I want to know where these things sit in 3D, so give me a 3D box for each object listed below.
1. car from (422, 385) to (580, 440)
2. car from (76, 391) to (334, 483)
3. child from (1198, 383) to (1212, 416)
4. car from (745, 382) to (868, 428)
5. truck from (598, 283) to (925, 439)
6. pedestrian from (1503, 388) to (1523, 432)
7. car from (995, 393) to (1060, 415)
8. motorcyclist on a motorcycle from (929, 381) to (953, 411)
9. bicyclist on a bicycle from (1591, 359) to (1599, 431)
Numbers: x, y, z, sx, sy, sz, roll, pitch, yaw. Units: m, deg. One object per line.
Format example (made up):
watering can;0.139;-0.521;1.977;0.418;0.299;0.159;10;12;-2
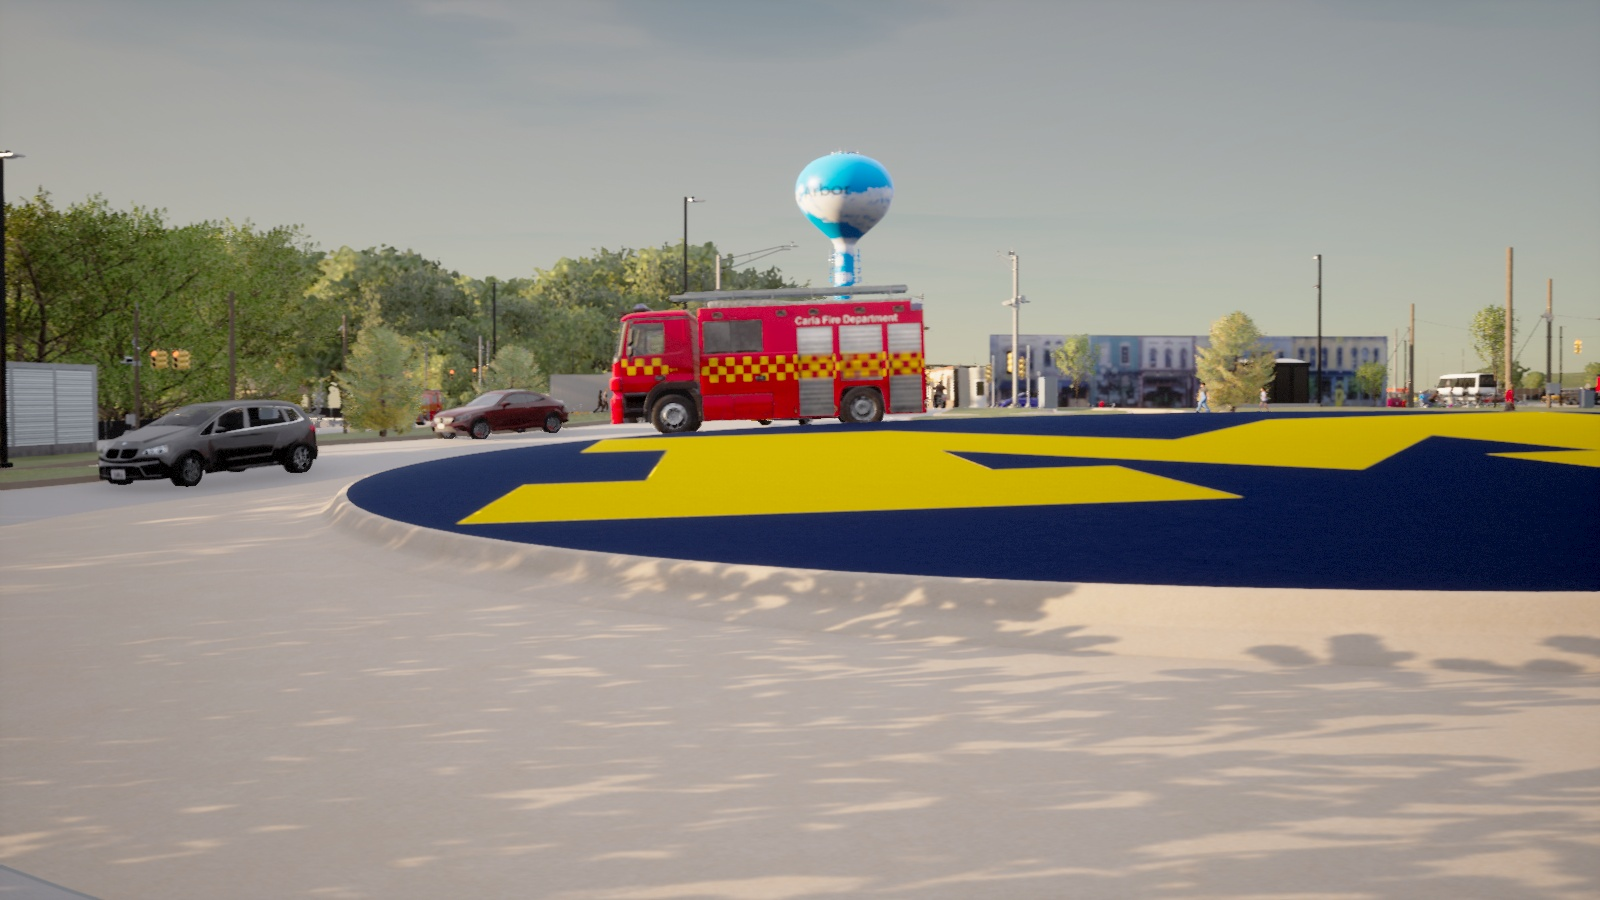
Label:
car;-9.365;-1.222;39.637;1.812;1.442;4.674;1;5;38
car;-12.669;-0.362;27.094;2.242;1.667;4.611;1;4;24
child;15.868;-1.981;49.153;0.437;1.263;0.270;0;1;-8
car;0.323;-1.624;44.041;2.033;1.411;5.357;2;5;28
truck;-0.985;-2.373;34.294;8.468;3.827;2.891;-2;2;1
pedestrian;30.203;-1.697;53.222;0.636;1.846;0.331;0;1;-6
car;16.145;-3.284;89.307;4.193;1.474;1.816;1;1;-5
motorcyclist on a motorcycle;8.024;-3.078;71.610;0.766;1.649;2.350;0;1;-9
bicyclist on a bicycle;18.682;-1.237;28.014;0.866;1.612;1.509;-4;5;-41
